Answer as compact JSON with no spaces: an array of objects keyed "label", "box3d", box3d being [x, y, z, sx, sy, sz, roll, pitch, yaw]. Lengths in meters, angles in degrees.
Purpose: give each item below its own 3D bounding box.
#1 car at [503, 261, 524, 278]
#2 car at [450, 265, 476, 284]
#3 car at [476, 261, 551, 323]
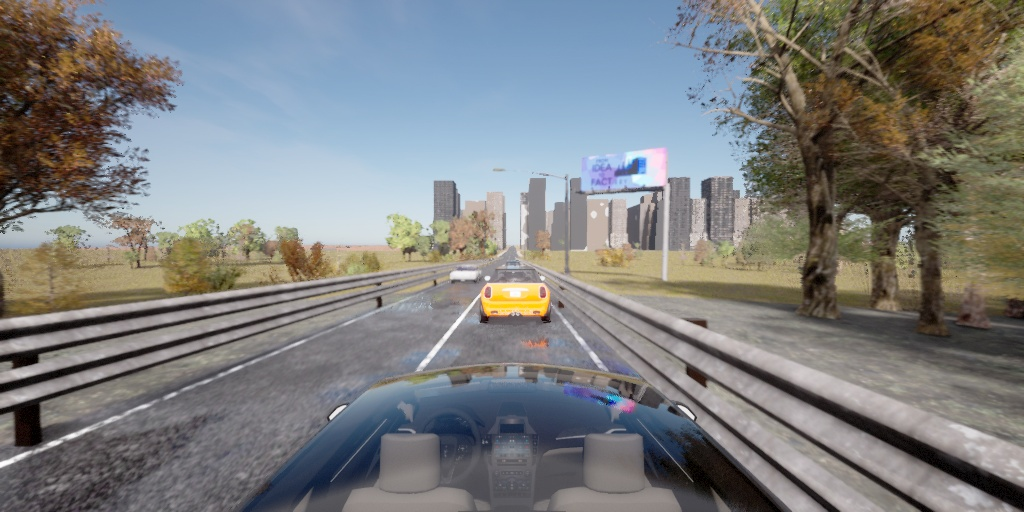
[{"label":"car","box3d":[0.097,1.240,34.105,1.837,1.490,4.892,0,0,0]},{"label":"car","box3d":[-3.332,1.339,26.537,1.895,1.301,4.718,0,0,0]},{"label":"car","box3d":[0.100,1.097,12.313,2.097,1.767,4.553,0,0,0]}]
